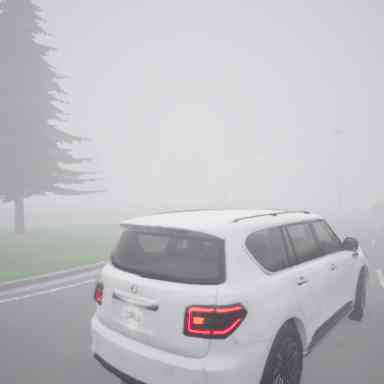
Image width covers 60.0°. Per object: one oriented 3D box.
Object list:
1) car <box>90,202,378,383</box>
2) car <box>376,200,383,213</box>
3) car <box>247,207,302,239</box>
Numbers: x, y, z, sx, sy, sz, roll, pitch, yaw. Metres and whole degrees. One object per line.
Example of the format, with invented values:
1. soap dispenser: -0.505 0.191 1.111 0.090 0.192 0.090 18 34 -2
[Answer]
1. car: 1.131 1.284 5.288 2.150 2.045 5.566 -1 -1 39
2. car: 22.001 1.709 38.254 1.882 1.535 5.008 -2 -1 39
3. car: 4.987 1.708 19.585 1.837 1.490 4.892 -1 -1 29
